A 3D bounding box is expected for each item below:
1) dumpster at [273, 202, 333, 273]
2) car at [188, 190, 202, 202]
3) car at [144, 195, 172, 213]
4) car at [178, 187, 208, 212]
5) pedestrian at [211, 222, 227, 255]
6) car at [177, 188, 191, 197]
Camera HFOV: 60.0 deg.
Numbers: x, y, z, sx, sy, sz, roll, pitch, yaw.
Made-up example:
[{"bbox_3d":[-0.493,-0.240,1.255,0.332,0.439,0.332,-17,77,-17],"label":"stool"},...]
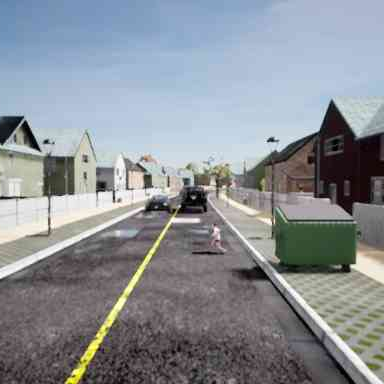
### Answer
[{"bbox_3d":[3.049,1.182,9.416,1.020,1.700,1.940,0,2,0],"label":"dumpster"},{"bbox_3d":[0.498,0.487,46.055,1.812,1.442,4.674,0,1,2],"label":"car"},{"bbox_3d":[-2.728,0.942,27.552,1.994,1.385,4.181,0,1,0],"label":"car"},{"bbox_3d":[0.184,0.562,28.873,2.150,2.045,5.566,0,0,1],"label":"car"},{"bbox_3d":[0.791,1.432,10.661,0.500,1.100,0.500,0,2,-6],"label":"pedestrian"},{"bbox_3d":[-1.453,0.052,63.697,2.128,1.511,4.902,0,1,5],"label":"car"}]
